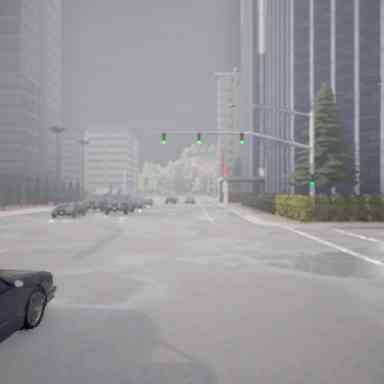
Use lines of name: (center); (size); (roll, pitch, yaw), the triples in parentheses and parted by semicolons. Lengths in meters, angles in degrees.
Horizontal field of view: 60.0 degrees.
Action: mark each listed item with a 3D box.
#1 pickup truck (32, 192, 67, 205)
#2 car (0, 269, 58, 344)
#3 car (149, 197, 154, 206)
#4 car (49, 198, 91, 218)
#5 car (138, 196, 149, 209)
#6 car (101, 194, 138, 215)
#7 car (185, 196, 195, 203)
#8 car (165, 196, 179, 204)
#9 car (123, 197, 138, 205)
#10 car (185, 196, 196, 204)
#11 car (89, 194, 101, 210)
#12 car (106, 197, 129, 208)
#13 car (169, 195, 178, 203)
pickup truck: (-23.974, 1.035, 55.762); (2.390, 2.098, 6.274); (0, 0, 30)
car: (-3.441, 1.547, 3.816); (2.033, 1.411, 5.357); (0, 0, 0)
car: (-7.351, 1.534, 54.296); (1.994, 1.385, 4.181); (0, 0, 1)
car: (-10.889, 1.551, 29.697); (1.994, 1.385, 4.181); (0, 0, 0)
car: (-7.406, 1.328, 44.250); (2.097, 1.767, 4.553); (0, 0, 0)
car: (-7.405, 1.203, 34.499); (2.150, 2.045, 5.566); (0, 0, 0)
car: (-0.388, 1.496, 71.017); (2.033, 1.411, 5.357); (0, 0, 0)
car: (-3.855, 1.469, 60.825); (1.837, 1.490, 4.892); (0, 0, 0)
car: (-10.860, 1.532, 58.960); (1.994, 1.385, 4.181); (0, 0, 0)
car: (-0.359, 1.526, 61.241); (1.994, 1.385, 4.181); (0, 0, 0)
car: (-10.903, 1.202, 39.031); (2.150, 2.045, 5.566); (0, 0, 0)
car: (-10.891, 1.466, 48.980); (2.128, 1.511, 4.902); (0, 0, 0)
car: (-3.888, 1.482, 70.994); (1.812, 1.442, 4.674); (0, 0, 0)
